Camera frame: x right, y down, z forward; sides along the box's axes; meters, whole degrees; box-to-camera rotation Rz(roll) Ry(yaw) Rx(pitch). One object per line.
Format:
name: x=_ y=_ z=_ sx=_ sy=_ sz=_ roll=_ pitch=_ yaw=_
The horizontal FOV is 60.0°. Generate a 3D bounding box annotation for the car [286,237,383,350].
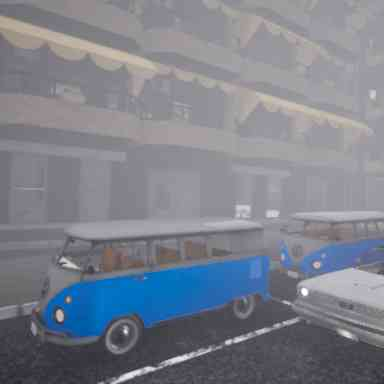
car: x=3.920 y=1.663 z=5.850 sx=4.718 sy=1.301 sz=1.895 roll=1 pitch=0 yaw=-35

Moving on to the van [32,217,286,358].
van: x=-0.434 y=1.367 z=5.754 sx=3.998 sy=1.788 sz=1.690 roll=1 pitch=1 yaw=-35

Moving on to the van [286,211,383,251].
van: x=4.076 y=1.422 z=8.958 sx=3.998 sy=1.788 sz=1.690 roll=1 pitch=1 yaw=-35
